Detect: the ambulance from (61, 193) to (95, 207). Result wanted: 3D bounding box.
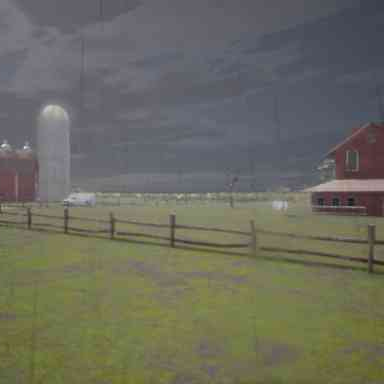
[{"bbox_3d":[-21.642,1.512,63.437,2.351,2.431,6.366,0,-1,35],"label":"ambulance"}]
